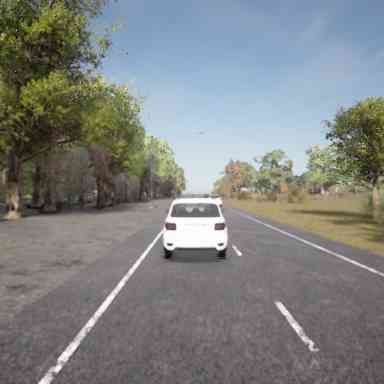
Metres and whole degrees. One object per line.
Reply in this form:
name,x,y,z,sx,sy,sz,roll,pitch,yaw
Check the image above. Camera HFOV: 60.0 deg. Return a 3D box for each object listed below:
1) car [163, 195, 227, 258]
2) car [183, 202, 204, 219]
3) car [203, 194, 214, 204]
car,0.109,1.267,13.079,2.150,2.045,5.566,0,0,0
car,0.122,1.712,31.517,1.895,1.301,4.718,0,0,0
car,3.553,1.486,73.109,2.150,2.045,5.566,0,0,0
